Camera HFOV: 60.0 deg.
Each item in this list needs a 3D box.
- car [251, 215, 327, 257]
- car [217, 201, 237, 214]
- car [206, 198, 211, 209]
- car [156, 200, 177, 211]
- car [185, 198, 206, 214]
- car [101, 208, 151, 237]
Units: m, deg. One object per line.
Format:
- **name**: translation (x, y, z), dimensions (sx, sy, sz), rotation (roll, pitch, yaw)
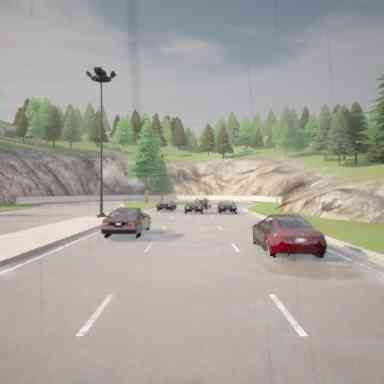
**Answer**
- **car**: translation (3.596, 1.564, 12.985), dimensions (1.994, 1.385, 4.181), rotation (0, 0, 0)
- **car**: translation (3.746, 1.600, 36.044), dimensions (1.895, 1.301, 4.718), rotation (0, 0, 2)
- **car**: translation (1.388, 1.491, 44.567), dimensions (2.128, 1.511, 4.902), rotation (0, 0, 12)
- **car**: translation (-2.951, 1.601, 40.037), dimensions (1.895, 1.301, 4.718), rotation (0, 0, 5)
- **car**: translation (0.254, 1.601, 35.366), dimensions (1.895, 1.301, 4.718), rotation (0, 0, 2)
- **car**: translation (-3.405, 1.547, 17.877), dimensions (2.033, 1.411, 5.357), rotation (0, 0, 0)
